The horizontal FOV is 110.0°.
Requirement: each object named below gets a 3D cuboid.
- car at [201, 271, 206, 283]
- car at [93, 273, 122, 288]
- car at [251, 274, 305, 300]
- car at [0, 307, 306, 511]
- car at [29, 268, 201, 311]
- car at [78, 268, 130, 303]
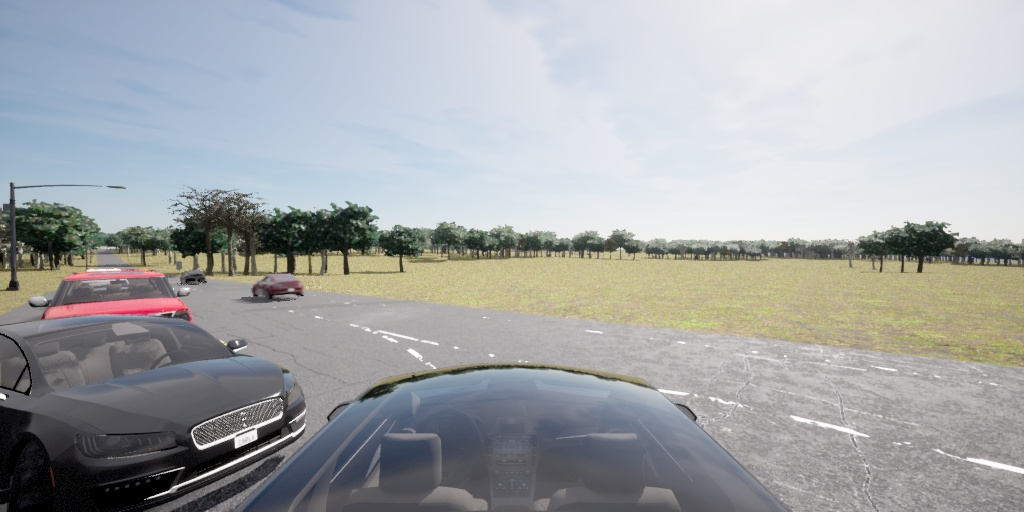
[{"bbox_3d":[-37.214,2.458,41.799,4.892,1.490,1.837,-2,0,41],"label":"car"},{"bbox_3d":[-44.475,2.655,39.478,4.674,1.442,1.812,-2,0,45],"label":"car"},{"bbox_3d":[-14.492,1.850,22.199,4.674,1.442,1.812,-2,0,41],"label":"car"},{"bbox_3d":[-4.564,1.445,3.981,4.892,1.490,1.837,-3,-3,21],"label":"car"},{"bbox_3d":[-9.480,1.386,8.621,5.566,2.045,2.150,-2,0,41],"label":"car"},{"bbox_3d":[-28.082,1.890,24.687,5.566,2.045,2.150,-2,0,41],"label":"car"}]
